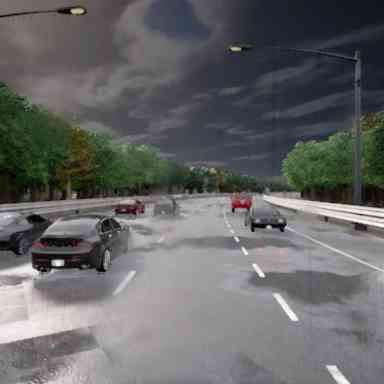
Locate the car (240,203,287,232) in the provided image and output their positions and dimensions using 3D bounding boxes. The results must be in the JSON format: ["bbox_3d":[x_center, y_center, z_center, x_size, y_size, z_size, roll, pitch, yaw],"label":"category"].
[{"bbox_3d":[4.165,1.550,19.708,1.895,1.301,4.718,0,0,3],"label":"car"}]

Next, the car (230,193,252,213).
[{"bbox_3d":[5.372,1.126,36.312,2.150,2.045,5.566,0,0,6],"label":"car"}]

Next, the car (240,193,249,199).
[{"bbox_3d":[14.707,1.212,93.110,2.033,1.649,4.856,0,0,14],"label":"car"}]

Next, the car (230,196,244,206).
[{"bbox_3d":[6.918,1.370,51.177,2.163,1.488,4.792,0,0,7],"label":"car"}]

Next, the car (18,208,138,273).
[{"bbox_3d":[-3.198,1.473,10.526,1.837,1.490,4.892,0,0,2],"label":"car"}]

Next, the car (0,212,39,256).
[{"bbox_3d":[-6.636,1.485,12.729,1.812,1.442,4.674,0,0,2],"label":"car"}]

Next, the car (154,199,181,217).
[{"bbox_3d":[-2.191,1.423,29.812,1.837,1.490,4.892,0,0,4],"label":"car"}]

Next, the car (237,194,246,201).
[{"bbox_3d":[12.343,1.275,82.701,1.882,1.535,5.008,0,0,12],"label":"car"}]

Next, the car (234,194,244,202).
[{"bbox_3d":[10.254,1.247,72.231,2.033,1.649,4.856,0,0,11],"label":"car"}]

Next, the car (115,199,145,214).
[{"bbox_3d":[-5.628,1.390,30.756,1.882,1.535,5.008,0,0,4],"label":"car"}]
